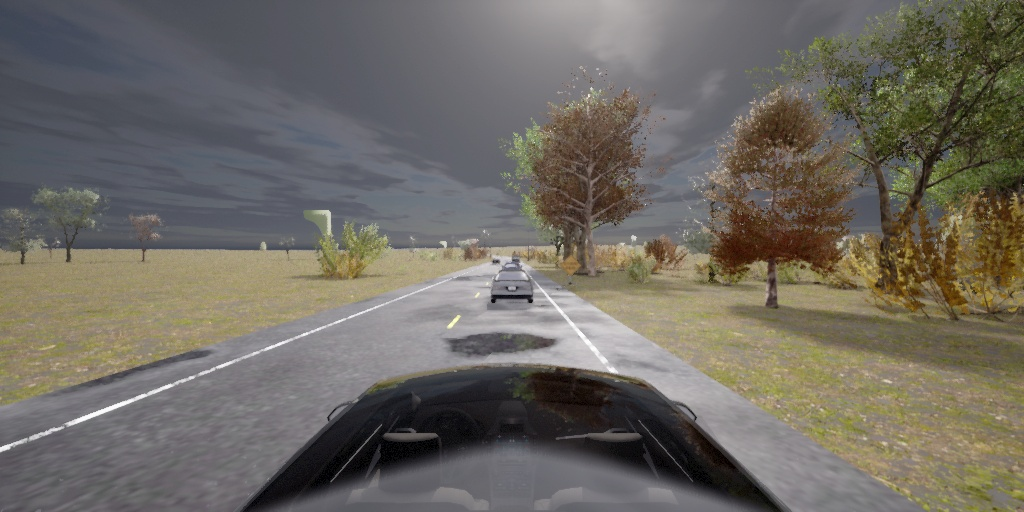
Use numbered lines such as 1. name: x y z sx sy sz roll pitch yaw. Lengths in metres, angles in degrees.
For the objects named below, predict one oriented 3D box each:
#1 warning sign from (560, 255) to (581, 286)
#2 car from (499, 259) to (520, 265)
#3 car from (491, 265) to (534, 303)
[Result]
1. warning sign: 3.551 0.847 21.917 1.300 1.860 1.060 0 0 0
2. car: 0.001 1.254 31.509 1.812 1.442 4.674 0 0 0
3. car: 0.000 1.301 16.505 2.033 1.411 5.357 0 0 0
